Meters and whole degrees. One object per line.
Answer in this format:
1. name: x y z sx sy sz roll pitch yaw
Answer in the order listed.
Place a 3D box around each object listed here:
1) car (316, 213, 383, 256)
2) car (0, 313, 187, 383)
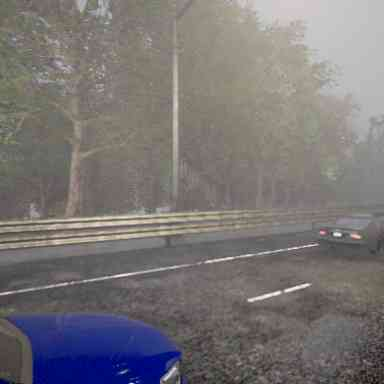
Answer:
1. car: 7.177 1.552 13.254 5.357 1.411 2.033 0 0 -36
2. car: -2.189 1.527 2.196 4.674 1.442 1.812 0 0 -35
